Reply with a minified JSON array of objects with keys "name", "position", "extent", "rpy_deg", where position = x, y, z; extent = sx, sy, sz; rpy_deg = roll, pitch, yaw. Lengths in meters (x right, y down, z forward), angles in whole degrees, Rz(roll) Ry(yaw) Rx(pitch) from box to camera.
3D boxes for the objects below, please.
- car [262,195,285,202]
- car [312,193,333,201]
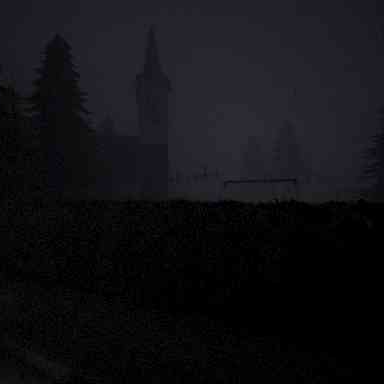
[{"name":"car","position":[18.773,1.665,77.886],"extent":[4.514,1.523,2.007],"rpy_deg":[-1,0,35]},{"name":"car","position":[33.617,1.564,85.775],"extent":[3.633,1.501,1.845],"rpy_deg":[-1,0,35]}]
